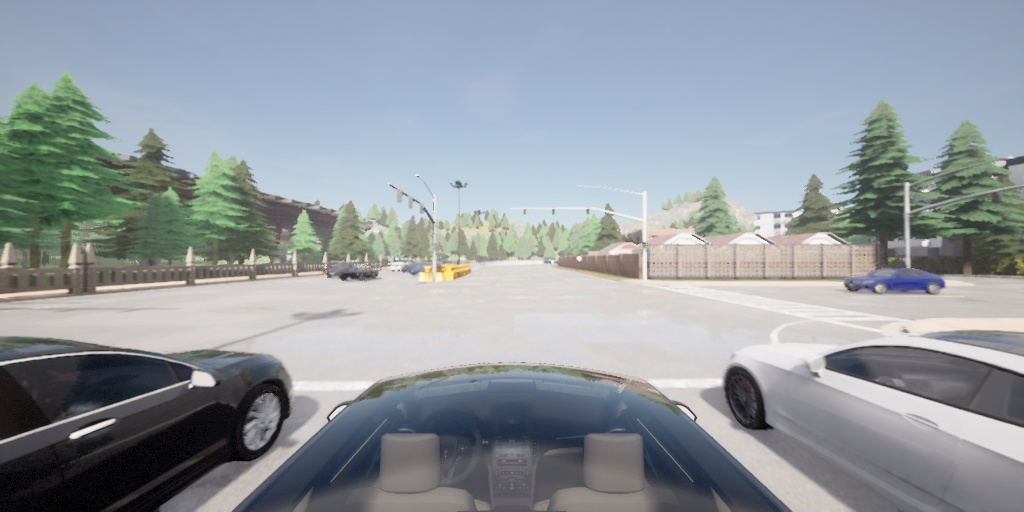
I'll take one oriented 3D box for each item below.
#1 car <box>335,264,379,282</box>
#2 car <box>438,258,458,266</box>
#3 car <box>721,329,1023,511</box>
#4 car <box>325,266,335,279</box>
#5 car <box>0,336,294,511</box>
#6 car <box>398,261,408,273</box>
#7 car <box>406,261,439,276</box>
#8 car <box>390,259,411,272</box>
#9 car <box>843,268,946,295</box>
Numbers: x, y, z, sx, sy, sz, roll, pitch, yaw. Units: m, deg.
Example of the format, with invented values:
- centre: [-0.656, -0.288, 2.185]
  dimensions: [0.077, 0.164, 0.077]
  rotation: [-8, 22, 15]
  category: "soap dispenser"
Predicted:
- centre: [-13.998, 1.623, 32.995]
  dimensions: [1.895, 1.301, 4.718]
  rotation: [0, 0, 0]
  category: "car"
- centre: [-10.525, 1.591, 59.778]
  dimensions: [2.097, 1.767, 4.553]
  rotation: [0, 0, 0]
  category: "car"
- centre: [3.600, 1.284, 2.670]
  dimensions: [1.812, 1.442, 4.674]
  rotation: [0, 0, 0]
  category: "car"
- centre: [-17.598, 1.568, 37.560]
  dimensions: [1.837, 1.490, 4.892]
  rotation: [0, 0, 0]
  category: "car"
- centre: [-3.401, 1.260, 2.133]
  dimensions: [1.837, 1.490, 4.892]
  rotation: [0, -1, 0]
  category: "car"
- centre: [-14.065, 1.732, 50.674]
  dimensions: [1.994, 1.385, 4.181]
  rotation: [0, 0, 0]
  category: "car"
- centre: [-10.594, 1.648, 42.837]
  dimensions: [2.033, 1.411, 5.357]
  rotation: [0, 0, 0]
  category: "car"
- centre: [-17.520, 1.447, 57.146]
  dimensions: [2.150, 2.045, 5.566]
  rotation: [0, -1, 0]
  category: "car"
- centre: [21.882, 1.417, 20.599]
  dimensions: [4.674, 1.442, 1.812]
  rotation: [0, 0, 2]
  category: "car"
